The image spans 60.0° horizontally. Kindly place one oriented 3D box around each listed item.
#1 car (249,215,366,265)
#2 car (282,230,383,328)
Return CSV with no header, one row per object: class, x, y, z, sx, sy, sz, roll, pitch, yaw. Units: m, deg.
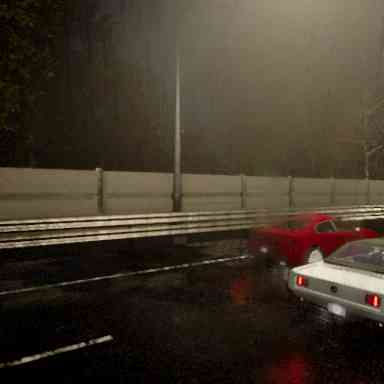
car,4.075,1.479,10.734,5.008,1.535,1.882,0,0,-34
car,4.166,1.606,6.592,4.718,1.301,1.895,0,0,-34
